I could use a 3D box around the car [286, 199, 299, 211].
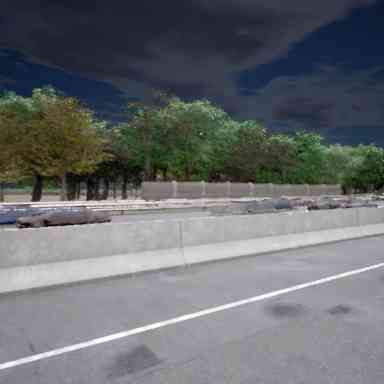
[{"bbox_3d":[9.395,1.387,36.480,5.357,1.411,2.033,-1,0,-35],"label":"car"}]

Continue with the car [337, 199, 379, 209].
[{"bbox_3d":[16.867,1.370,33.208,4.181,1.385,1.994,-1,0,-35],"label":"car"}]

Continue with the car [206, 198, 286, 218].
[{"bbox_3d":[2.908,1.304,18.960,4.553,1.767,2.097,0,0,-35],"label":"car"}]

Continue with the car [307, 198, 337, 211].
[{"bbox_3d":[14.279,1.375,35.657,4.181,1.385,1.994,-1,0,-35],"label":"car"}]

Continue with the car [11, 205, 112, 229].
[{"bbox_3d":[-7.605,1.534,20.060,5.357,1.411,2.033,0,0,-35],"label":"car"}]

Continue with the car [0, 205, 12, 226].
[{"bbox_3d":[-11.492,1.542,21.395,5.357,1.411,2.033,0,0,-37],"label":"car"}]
